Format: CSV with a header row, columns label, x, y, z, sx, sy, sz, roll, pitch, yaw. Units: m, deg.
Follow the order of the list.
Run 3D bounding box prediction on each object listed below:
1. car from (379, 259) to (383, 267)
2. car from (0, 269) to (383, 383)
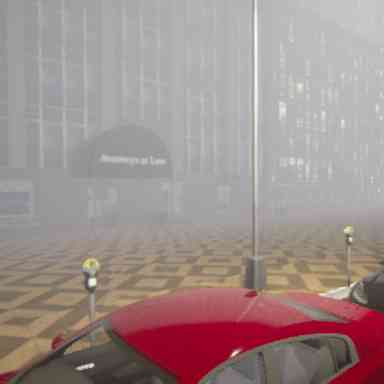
label,x,y,z,sx,sy,sz,roll,pitch,yaw
car,4.421,1.498,5.553,4.313,1.339,1.947,-1,1,-35
car,-0.096,1.522,2.375,4.507,1.381,1.887,-1,1,-35
